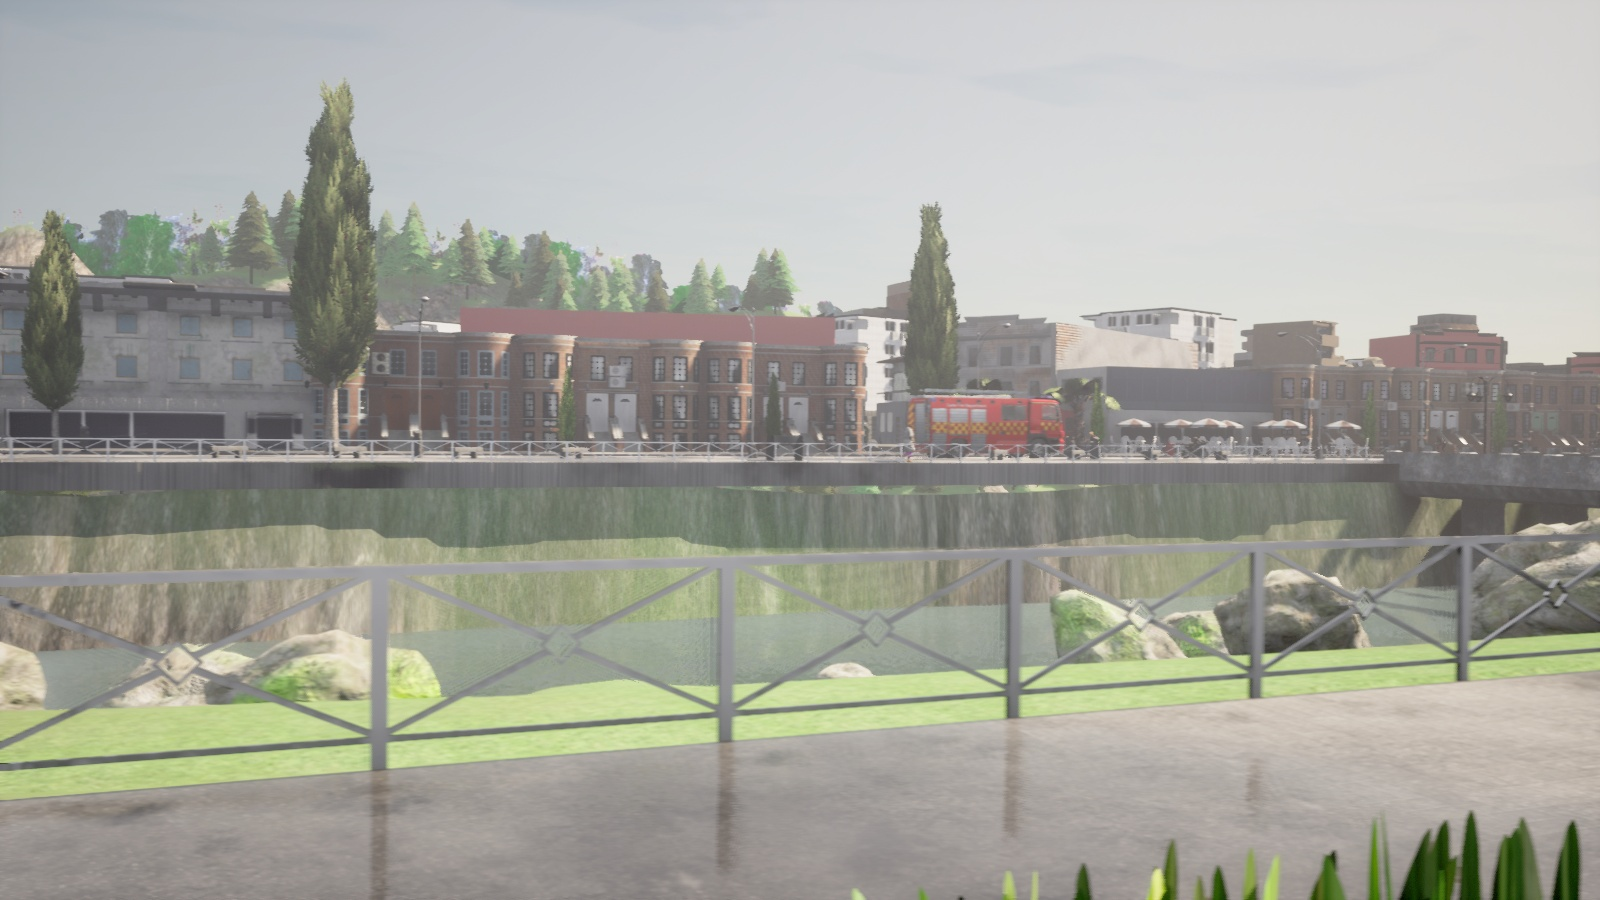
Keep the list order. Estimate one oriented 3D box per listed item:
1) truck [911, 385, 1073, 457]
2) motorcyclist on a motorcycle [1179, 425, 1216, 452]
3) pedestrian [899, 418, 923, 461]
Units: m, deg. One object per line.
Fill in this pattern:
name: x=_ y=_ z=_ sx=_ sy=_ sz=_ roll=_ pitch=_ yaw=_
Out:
truck: x=10.635 y=-1.612 z=69.480 sx=8.468 sy=3.827 sz=2.891 roll=-1 pitch=1 yaw=-21
motorcyclist on a motorcycle: x=23.574 y=-0.686 z=74.410 sx=2.044 sy=1.523 sz=0.797 roll=-1 pitch=1 yaw=-21
pedestrian: x=5.140 y=-0.491 z=58.290 sx=0.873 sy=1.952 sz=0.659 roll=-1 pitch=1 yaw=-23
